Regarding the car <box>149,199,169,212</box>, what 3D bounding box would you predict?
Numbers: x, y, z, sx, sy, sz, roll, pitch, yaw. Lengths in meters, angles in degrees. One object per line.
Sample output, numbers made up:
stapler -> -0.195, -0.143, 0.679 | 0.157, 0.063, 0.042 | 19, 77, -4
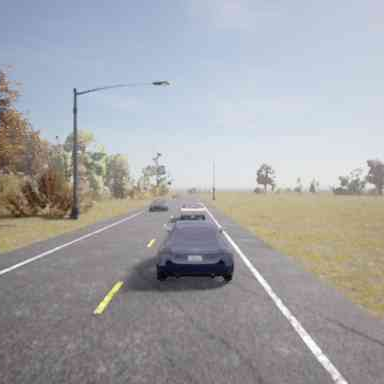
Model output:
car -> -3.607, 1.453, 36.870 | 1.994, 1.385, 4.181 | 0, 0, 0

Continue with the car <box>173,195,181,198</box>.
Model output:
car -> -3.531, 0.968, 78.117 | 1.994, 1.385, 4.181 | 0, 0, 0

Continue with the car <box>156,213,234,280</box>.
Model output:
car -> 0.083, 1.534, 9.893 | 1.994, 1.385, 4.181 | 0, 0, 0

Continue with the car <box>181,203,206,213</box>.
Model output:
car -> 0.083, 1.520, 26.740 | 1.895, 1.301, 4.718 | 0, 0, 0
